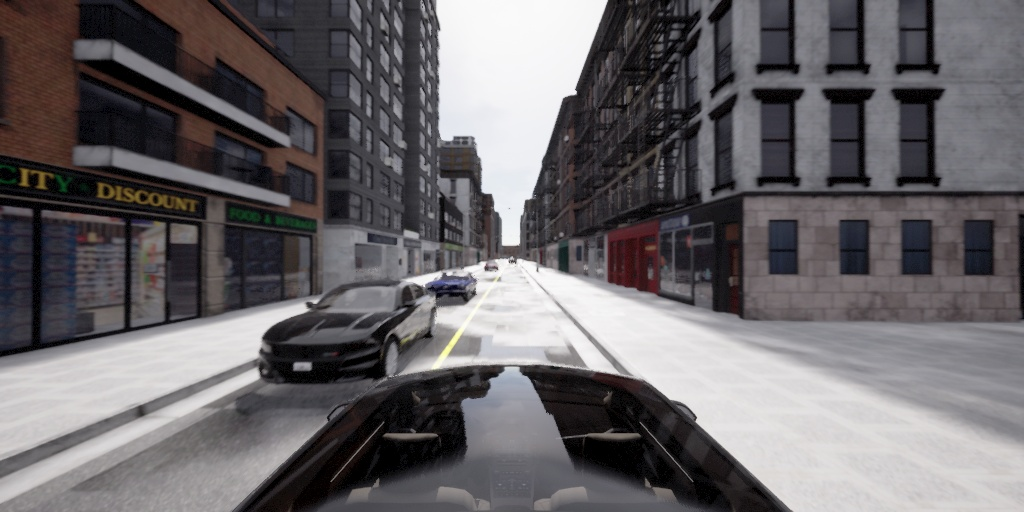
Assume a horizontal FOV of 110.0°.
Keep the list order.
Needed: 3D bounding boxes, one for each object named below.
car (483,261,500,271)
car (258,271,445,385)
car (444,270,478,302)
[{"bbox_3d":[-2.817,1.356,49.720,1.812,1.442,4.674,0,0,0],"label":"car"},{"bbox_3d":[-2.844,1.239,7.359,1.882,1.535,5.008,0,0,0],"label":"car"},{"bbox_3d":[-2.808,1.383,17.526,1.895,1.301,4.718,0,0,0],"label":"car"}]
